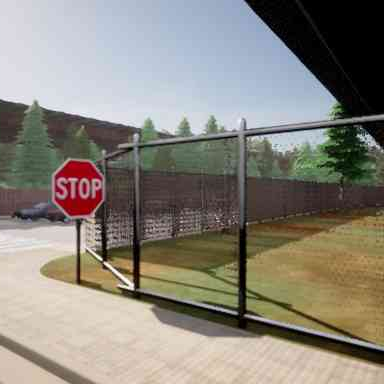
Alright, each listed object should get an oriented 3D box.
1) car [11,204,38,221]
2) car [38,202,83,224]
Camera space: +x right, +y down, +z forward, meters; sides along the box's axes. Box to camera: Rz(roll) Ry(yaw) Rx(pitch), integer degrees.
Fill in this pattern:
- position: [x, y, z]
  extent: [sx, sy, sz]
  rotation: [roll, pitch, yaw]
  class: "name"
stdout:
- position: [-11.565, 1.519, 27.018]
  extent: [2.033, 1.411, 5.357]
  rotation: [0, 0, 36]
  class: "car"
- position: [-8.567, 1.453, 25.189]
  extent: [1.882, 1.535, 5.008]
  rotation: [0, 0, 36]
  class: "car"
